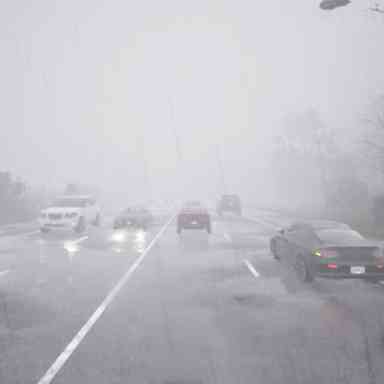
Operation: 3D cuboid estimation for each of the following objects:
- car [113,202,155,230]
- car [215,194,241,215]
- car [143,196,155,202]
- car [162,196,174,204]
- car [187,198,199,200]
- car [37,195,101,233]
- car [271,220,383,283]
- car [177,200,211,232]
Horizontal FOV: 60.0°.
[{"bbox_3d":[-3.589,1.568,20.853,1.994,1.385,4.181,0,0,0],"label":"car"},{"bbox_3d":[3.612,1.228,33.590,2.150,2.045,5.566,0,0,0],"label":"car"},{"bbox_3d":[-7.810,1.533,60.940,1.812,1.442,4.674,0,0,-4],"label":"car"},{"bbox_3d":[-4.402,1.513,62.064,1.837,1.490,4.892,0,0,-4],"label":"car"},{"bbox_3d":[0.095,1.485,38.375,1.882,1.535,5.008,0,0,0],"label":"car"},{"bbox_3d":[-7.090,1.225,19.896,2.150,2.045,5.566,0,0,0],"label":"car"},{"bbox_3d":[3.604,1.527,9.531,1.812,1.442,4.674,0,0,0],"label":"car"},{"bbox_3d":[0.108,1.481,19.978,1.882,1.535,5.008,0,0,0],"label":"car"}]
